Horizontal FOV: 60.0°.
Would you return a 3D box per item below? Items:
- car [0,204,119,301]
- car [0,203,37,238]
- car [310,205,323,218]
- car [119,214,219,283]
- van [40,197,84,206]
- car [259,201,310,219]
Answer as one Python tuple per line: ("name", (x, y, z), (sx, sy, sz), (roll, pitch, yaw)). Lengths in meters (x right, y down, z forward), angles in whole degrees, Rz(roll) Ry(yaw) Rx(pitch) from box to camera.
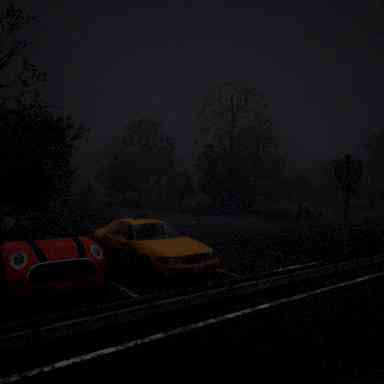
("car", (-3.881, 1.347, 8.557), (2.185, 1.767, 4.553), (0, 0, -36))
("car", (-10.526, 1.475, 19.081), (1.946, 1.575, 5.366), (0, 0, -36))
("car", (11.271, 1.746, 34.603), (2.185, 1.767, 4.553), (1, -1, -36))
("car", (-1.390, 1.484, 10.089), (1.946, 1.575, 5.366), (0, 0, -36))
("van", (-8.083, 1.266, 20.472), (1.878, 1.987, 4.442), (0, 0, -36))
("car", (8.724, 1.844, 32.709), (2.002, 1.452, 4.674), (2, -1, -36))
